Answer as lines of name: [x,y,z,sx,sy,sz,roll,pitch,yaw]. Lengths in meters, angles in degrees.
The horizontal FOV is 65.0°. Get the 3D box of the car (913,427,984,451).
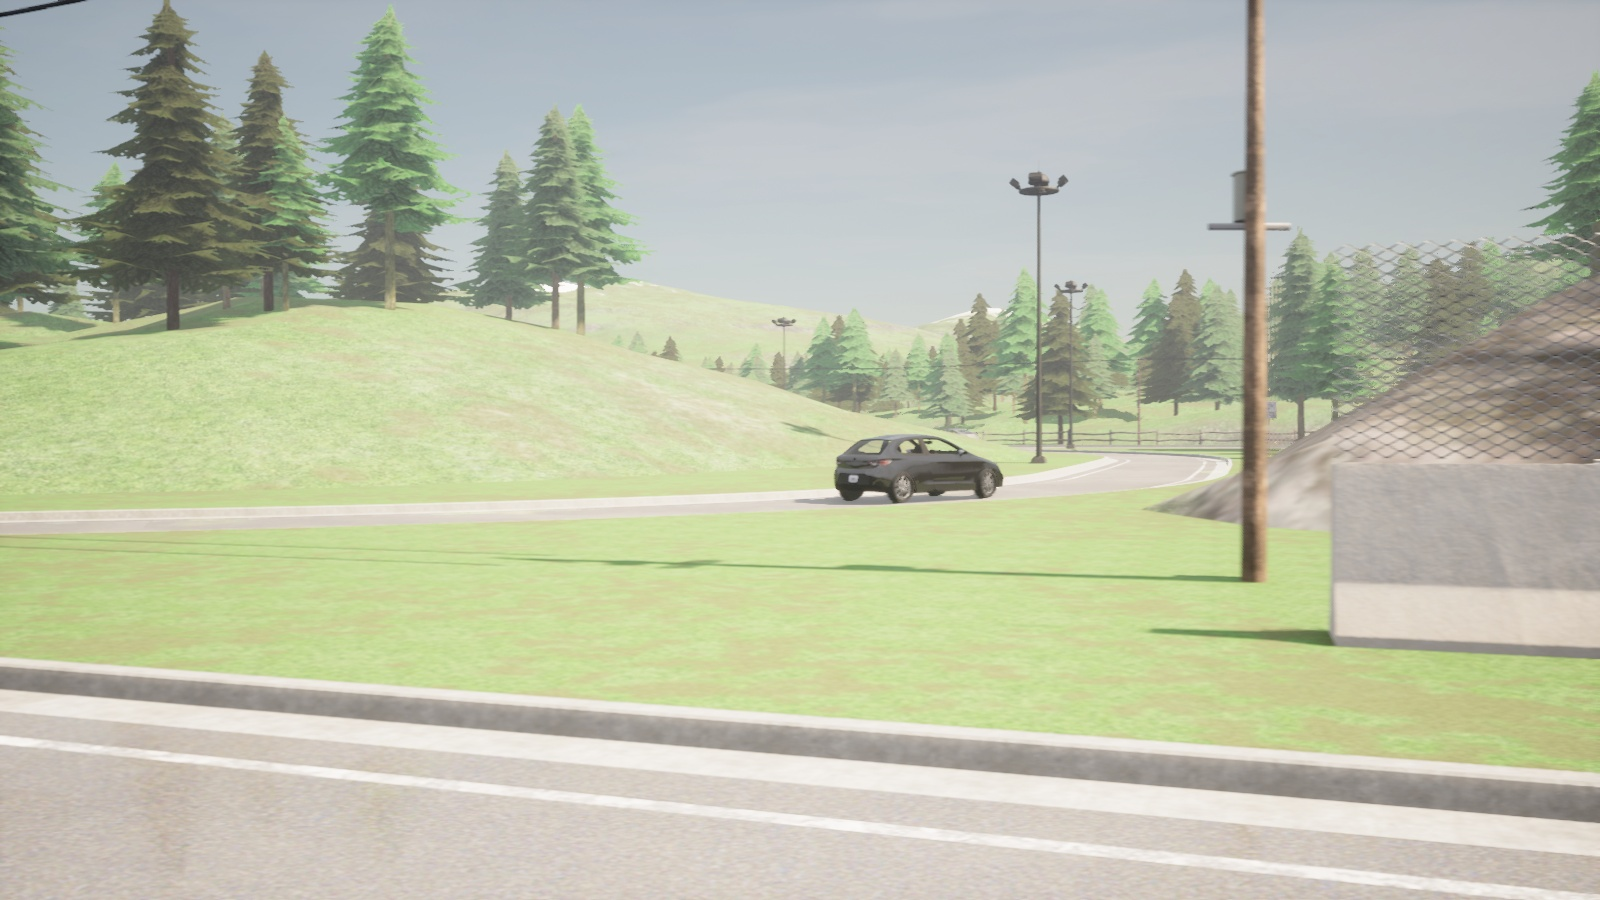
car: [10.635,-0.801,90.325,2.152,1.651,5.027,0,1,-38]

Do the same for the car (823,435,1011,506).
car: [2.669,0.400,28.100,4.193,1.474,1.816,-1,1,-41]
